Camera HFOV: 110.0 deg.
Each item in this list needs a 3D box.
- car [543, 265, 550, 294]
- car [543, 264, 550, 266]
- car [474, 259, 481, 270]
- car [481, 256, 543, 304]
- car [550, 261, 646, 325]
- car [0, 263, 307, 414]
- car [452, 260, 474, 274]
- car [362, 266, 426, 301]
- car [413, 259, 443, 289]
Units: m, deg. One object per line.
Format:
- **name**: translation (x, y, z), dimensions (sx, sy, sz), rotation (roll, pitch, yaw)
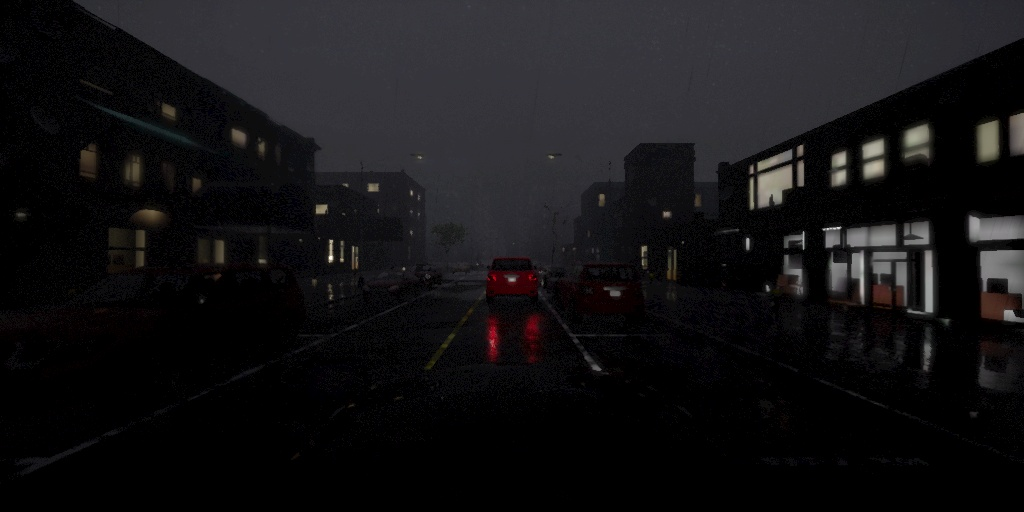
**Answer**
- **car**: translation (2.691, 1.318, 17.284), dimensions (1.948, 1.339, 4.313), rotation (0, 0, 0)
- **car**: translation (2.691, 1.320, 22.817), dimensions (1.948, 1.339, 4.313), rotation (0, 0, 0)
- **car**: translation (-5.812, 1.320, 52.128), dimensions (2.007, 1.370, 4.403), rotation (0, 0, 0)
- **car**: translation (0.000, 1.010, 16.531), dimensions (2.150, 2.045, 5.566), rotation (0, 0, 0)
- **car**: translation (2.691, 1.064, 11.751), dimensions (2.192, 1.841, 5.009), rotation (0, 0, 0)
- **car**: translation (-5.690, 1.063, 6.220), dimensions (2.192, 1.841, 5.009), rotation (0, 0, 0)
- **car**: translation (-5.759, 1.288, 40.893), dimensions (1.751, 1.417, 4.829), rotation (0, 0, 0)
- **car**: translation (-5.690, 1.334, 17.285), dimensions (1.802, 1.307, 4.207), rotation (0, 0, 0)
- **car**: translation (-5.689, 1.194, 22.819), dimensions (1.967, 1.591, 4.097), rotation (0, 0, 0)
